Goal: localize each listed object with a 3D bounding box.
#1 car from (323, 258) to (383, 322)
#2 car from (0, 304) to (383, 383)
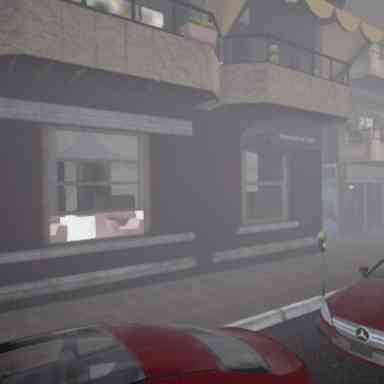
[{"bbox_3d":[3.643,1.542,5.008,4.206,1.307,1.802,0,0,-35],"label":"car"},{"bbox_3d":[-0.937,1.581,1.782,4.206,1.307,1.802,0,0,-35],"label":"car"}]
